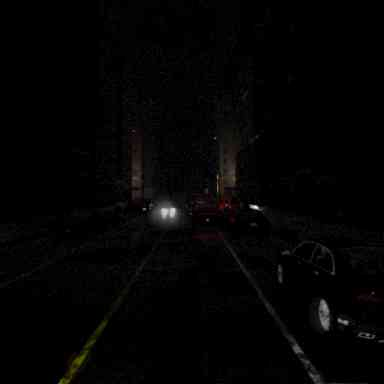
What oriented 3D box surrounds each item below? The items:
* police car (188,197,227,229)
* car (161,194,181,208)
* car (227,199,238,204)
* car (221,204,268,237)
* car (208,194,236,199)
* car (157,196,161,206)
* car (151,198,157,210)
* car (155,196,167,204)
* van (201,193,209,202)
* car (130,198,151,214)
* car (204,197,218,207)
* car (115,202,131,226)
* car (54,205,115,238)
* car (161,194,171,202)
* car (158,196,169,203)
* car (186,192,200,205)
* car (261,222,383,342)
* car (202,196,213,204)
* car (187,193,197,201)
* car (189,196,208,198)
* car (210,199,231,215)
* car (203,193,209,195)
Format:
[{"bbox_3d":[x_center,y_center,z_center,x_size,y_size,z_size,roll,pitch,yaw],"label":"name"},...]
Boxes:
[{"bbox_3d":[0.890,1.386,21.464,1.930,1.638,5.238,0,0,0],"label":"police car"},{"bbox_3d":[-3.102,1.404,45.803,2.128,1.511,4.902,0,0,0],"label":"car"},{"bbox_3d":[2.848,1.482,23.145,1.752,1.417,4.829,0,0,0],"label":"car"},{"bbox_3d":[2.850,1.534,17.451,1.947,1.339,4.313,0,0,0],"label":"car"},{"bbox_3d":[2.846,1.261,28.498,2.192,1.841,5.009,0,0,0],"label":"car"},{"bbox_3d":[-5.687,1.480,45.053,1.947,1.339,4.313,0,0,0],"label":"car"},{"bbox_3d":[-5.685,1.491,39.528,1.947,1.339,4.313,0,0,0],"label":"car"},{"bbox_3d":[-5.694,1.463,61.629,1.802,1.307,4.206,0,0,0],"label":"car"},{"bbox_3d":[2.827,1.200,72.687,1.690,1.788,3.998,0,0,0],"label":"van"},{"bbox_3d":[-5.682,1.480,34.003,1.887,1.381,4.507,0,0,0],"label":"car"},{"bbox_3d":[2.836,1.454,50.593,2.008,1.369,4.403,0,0,0],"label":"car"},{"bbox_3d":[-5.678,1.539,22.953,1.802,1.307,4.206,0,0,0],"label":"car"},{"bbox_3d":[-5.676,1.513,17.428,1.887,1.381,4.507,0,0,0],"label":"car"},{"bbox_3d":[-5.699,1.300,72.678,1.967,1.590,4.097,0,0,0],"label":"car"},{"bbox_3d":[-5.697,1.436,67.154,1.947,1.339,4.313,0,0,0],"label":"car"},{"bbox_3d":[-0.025,1.241,57.833,2.097,1.767,4.553,0,0,0],"label":"car"},{"bbox_3d":[2.855,1.539,6.404,2.008,1.369,4.403,0,0,0],"label":"car"},{"bbox_3d":[2.832,1.447,61.640,1.947,1.339,4.313,0,0,0],"label":"car"},{"bbox_3d":[-0.032,1.054,72.725,2.097,1.767,4.553,0,0,0],"label":"car"},{"bbox_3d":[0.886,1.419,31.354,1.882,1.535,5.008,0,0,0],"label":"car"},{"bbox_3d":[2.843,1.460,34.192,1.752,1.417,4.829,0,0,0],"label":"car"},{"bbox_3d":[2.838,1.354,45.069,1.967,1.590,4.097,0,0,0],"label":"car"}]
